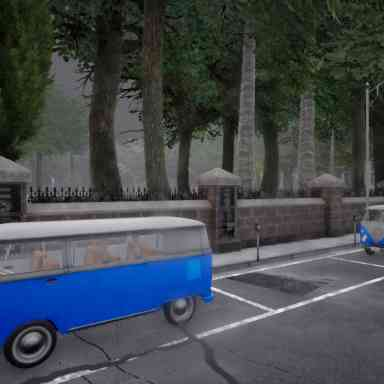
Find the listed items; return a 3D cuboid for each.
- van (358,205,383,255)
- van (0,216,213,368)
[{"bbox_3d":[7.672,1.338,12.037,3.998,1.788,1.690,0,0,-36],"label":"van"},{"bbox_3d":[-1.529,1.341,5.450,3.998,1.788,1.690,0,0,-36],"label":"van"}]
